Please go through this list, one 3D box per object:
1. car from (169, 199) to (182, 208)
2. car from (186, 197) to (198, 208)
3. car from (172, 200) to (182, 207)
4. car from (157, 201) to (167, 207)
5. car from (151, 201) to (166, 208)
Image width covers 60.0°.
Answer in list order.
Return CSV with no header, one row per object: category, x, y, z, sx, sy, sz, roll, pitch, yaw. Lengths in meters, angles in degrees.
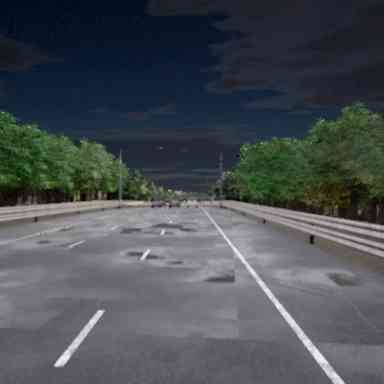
car,-3.441,2.273,66.260,2.097,1.767,4.553,0,-2,0
car,0.059,2.132,65.910,2.150,2.045,5.566,0,-2,0
car,-3.433,2.720,76.294,2.128,1.511,4.902,0,-2,0
car,-6.933,2.716,76.297,1.812,1.442,4.674,0,-2,0
car,-6.942,2.449,65.875,2.033,1.411,5.357,0,-2,0
